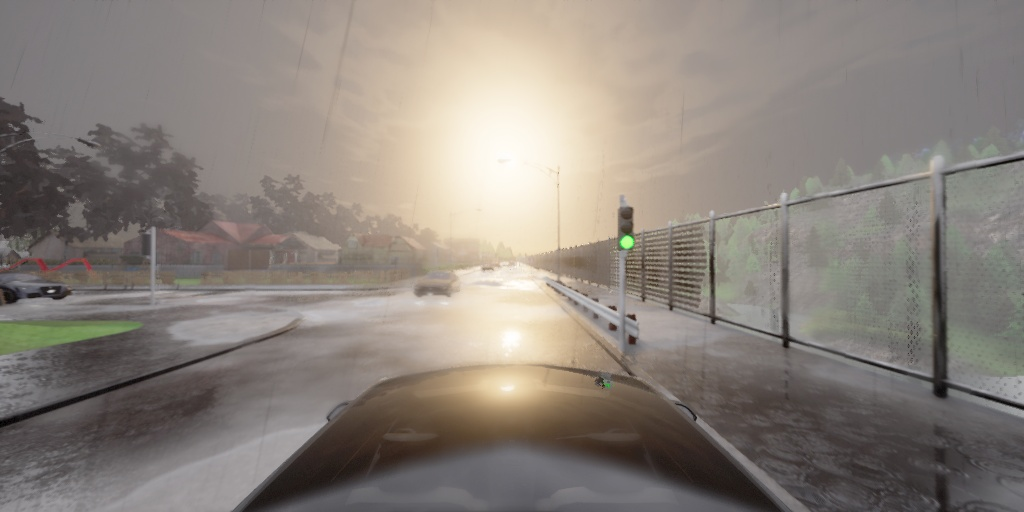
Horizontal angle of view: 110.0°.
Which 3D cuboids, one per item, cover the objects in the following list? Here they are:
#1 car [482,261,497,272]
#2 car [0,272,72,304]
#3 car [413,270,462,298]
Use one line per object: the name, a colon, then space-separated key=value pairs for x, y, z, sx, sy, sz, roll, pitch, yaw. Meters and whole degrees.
car: x=-4.002 y=1.960 z=60.023 sx=1.895 sy=1.301 sz=4.718 roll=0 pitch=0 yaw=0
car: x=-23.631 y=1.471 z=16.851 sx=4.181 sy=1.385 sz=1.994 roll=0 pitch=-1 yaw=0
car: x=-4.013 y=1.523 z=20.255 sx=2.033 sy=1.411 sz=5.357 roll=0 pitch=0 yaw=0
